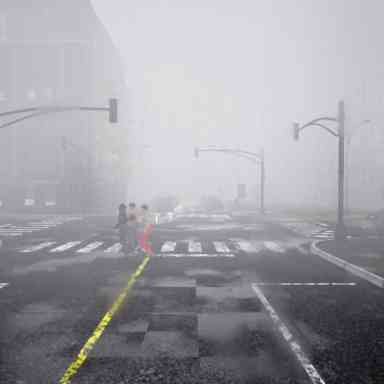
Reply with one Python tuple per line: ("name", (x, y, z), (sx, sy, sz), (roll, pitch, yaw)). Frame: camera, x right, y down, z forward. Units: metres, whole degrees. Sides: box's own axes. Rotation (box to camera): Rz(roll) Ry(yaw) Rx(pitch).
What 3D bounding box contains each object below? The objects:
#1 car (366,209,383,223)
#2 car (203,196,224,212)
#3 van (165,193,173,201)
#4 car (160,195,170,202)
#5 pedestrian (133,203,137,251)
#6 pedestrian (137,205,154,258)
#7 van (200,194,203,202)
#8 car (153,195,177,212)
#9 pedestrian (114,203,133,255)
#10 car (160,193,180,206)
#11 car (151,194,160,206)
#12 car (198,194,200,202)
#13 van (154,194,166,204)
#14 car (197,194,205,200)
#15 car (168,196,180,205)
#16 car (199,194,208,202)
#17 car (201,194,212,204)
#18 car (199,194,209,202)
("car", (14.824, 1.605, 23.737), (4.181, 1.385, 1.994), (0, 1, 1))
("car", (2.603, 1.519, 38.095), (1.887, 1.381, 4.507), (-1, 0, 0))
("van", (-5.797, 1.239, 83.221), (1.690, 1.788, 3.998), (-1, 0, 0))
("car", (-5.782, 1.467, 71.927), (1.887, 1.381, 4.507), (-1, 0, 0))
("pedestrian", (-2.174, 1.290, 12.428), (0.375, 1.860, 0.375), (-1, 1, 0))
("pedestrian", (-1.555, 1.291, 11.228), (0.375, 1.860, 0.375), (-1, 1, 0))
("van", (2.582, 1.293, 55.032), (1.690, 1.788, 3.998), (-1, 0, 0))
("car", (-3.140, 1.450, 39.316), (1.882, 1.535, 5.008), (0, 0, 0))
("pedestrian", (-2.444, 1.290, 11.834), (0.375, 1.860, 0.375), (-1, 1, 0))
("car", (-3.145, 1.312, 48.678), (2.097, 1.767, 4.553), (0, 0, 0))
("car", (-5.763, 1.518, 54.990), (1.947, 1.339, 4.313), (-1, 0, 0))
("car", (2.578, 1.488, 60.678), (1.887, 1.381, 4.507), (-1, 0, 0))
("van", (-5.773, 1.284, 60.635), (1.690, 1.788, 3.998), (-1, 0, 0))
("car", (2.575, 1.311, 94.553), (1.967, 1.590, 4.097), (-1, 0, 0))
("car", (-3.143, 1.509, 59.209), (1.994, 1.385, 4.181), (0, 0, 0))
("car", (2.564, 1.351, 77.615), (1.967, 1.590, 4.097), (-1, 0, 0))
("car", (2.595, 1.407, 43.740), (1.967, 1.590, 4.097), (-1, 0, 0))
("car", (2.564, 1.363, 71.969), (1.967, 1.590, 4.097), (-1, 0, 0))
